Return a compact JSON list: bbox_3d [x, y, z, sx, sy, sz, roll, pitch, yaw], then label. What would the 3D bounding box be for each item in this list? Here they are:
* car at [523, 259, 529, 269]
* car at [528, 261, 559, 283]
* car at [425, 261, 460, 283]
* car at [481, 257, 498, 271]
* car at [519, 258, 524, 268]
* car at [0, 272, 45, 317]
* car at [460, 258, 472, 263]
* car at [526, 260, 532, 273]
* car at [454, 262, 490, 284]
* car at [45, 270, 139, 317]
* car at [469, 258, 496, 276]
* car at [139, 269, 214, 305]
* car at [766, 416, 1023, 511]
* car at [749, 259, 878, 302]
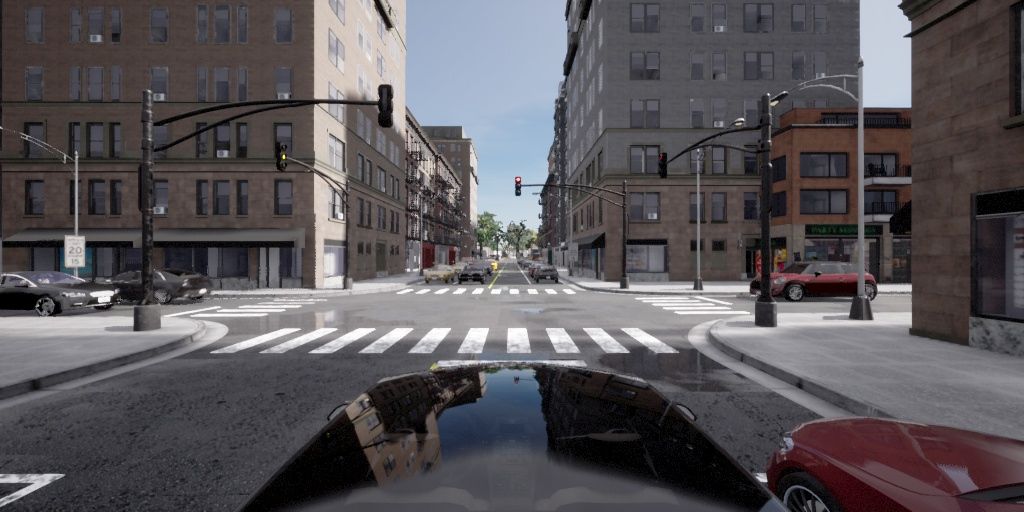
[{"bbox_3d":[2.562,1.303,38.768,2.007,1.370,4.403,0,0,0],"label":"car"},{"bbox_3d":[2.584,1.302,27.804,2.007,1.370,4.403,0,0,0],"label":"car"},{"bbox_3d":[-5.468,1.277,27.618,1.751,1.417,4.829,0,0,0],"label":"car"},{"bbox_3d":[-2.929,1.232,48.163,1.882,1.535,5.008,0,0,0],"label":"car"},{"bbox_3d":[2.528,1.306,55.213,2.007,1.370,4.403,0,0,0],"label":"car"},{"bbox_3d":[-5.399,1.065,0.780,2.192,1.841,5.009,0,0,0],"label":"car"},{"bbox_3d":[-5.487,1.278,38.581,1.751,1.417,4.829,0,0,0],"label":"car"},{"bbox_3d":[2.573,1.297,33.286,1.888,1.381,4.507,0,0,0],"label":"car"},{"bbox_3d":[-2.884,1.352,26.689,1.895,1.301,4.718,0,0,-1],"label":"car"},{"bbox_3d":[-17.092,1.310,12.928,4.902,1.511,2.128,0,0,1],"label":"car"},{"bbox_3d":[-2.921,1.257,36.808,1.837,1.490,4.892,0,0,0],"label":"car"},{"bbox_3d":[-16.102,1.323,15.871,4.892,1.490,1.837,0,0,0],"label":"car"},{"bbox_3d":[2.640,1.332,0.796,1.802,1.307,4.207,0,0,0],"label":"car"},{"bbox_3d":[13.230,1.036,15.979,4.553,1.767,2.097,0,0,0],"label":"car"}]
